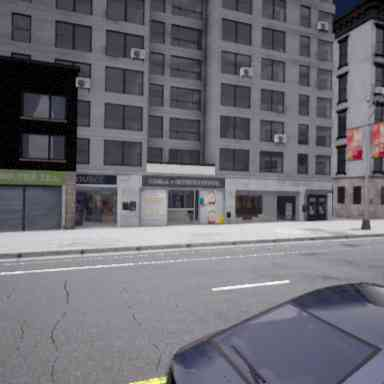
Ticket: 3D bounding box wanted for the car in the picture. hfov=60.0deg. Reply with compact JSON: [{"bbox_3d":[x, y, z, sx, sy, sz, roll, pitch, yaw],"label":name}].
[{"bbox_3d":[1.845,1.558,2.813,4.181,1.385,1.994,0,0,-19],"label":"car"}]
